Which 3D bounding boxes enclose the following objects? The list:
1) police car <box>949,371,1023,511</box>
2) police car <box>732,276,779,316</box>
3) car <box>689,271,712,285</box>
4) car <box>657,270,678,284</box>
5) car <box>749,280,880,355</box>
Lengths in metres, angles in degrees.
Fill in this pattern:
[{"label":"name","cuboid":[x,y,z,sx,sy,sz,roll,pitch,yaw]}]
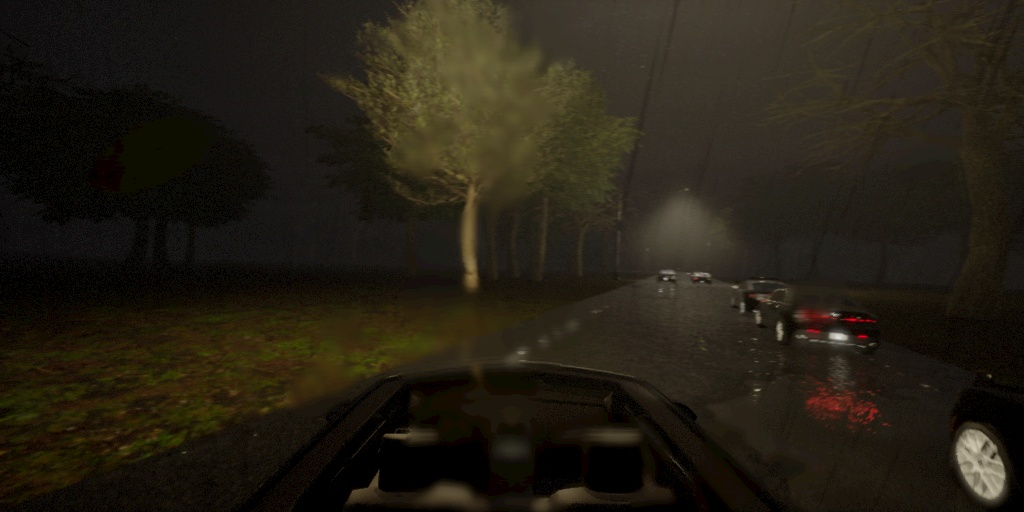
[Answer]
[{"label":"police car","cuboid":[4.333,1.345,1.415,1.930,1.638,5.238,2,-1,25]},{"label":"police car","cuboid":[11.087,1.741,15.917,1.930,1.638,5.238,2,-1,25]},{"label":"car","cuboid":[21.966,2.595,41.609,1.895,1.301,4.718,2,-1,25]},{"label":"car","cuboid":[17.442,2.289,40.338,2.128,1.511,4.902,2,-1,25]},{"label":"car","cuboid":[8.505,1.670,10.379,1.837,1.490,4.892,2,-1,25]}]
